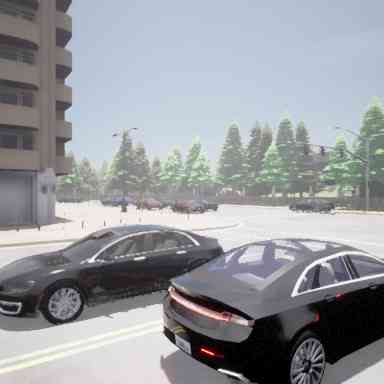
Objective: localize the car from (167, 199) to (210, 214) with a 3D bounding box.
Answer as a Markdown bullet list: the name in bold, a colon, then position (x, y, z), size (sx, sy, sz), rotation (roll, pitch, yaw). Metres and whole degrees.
- **car**: position (-0.405, 1.508, 34.929), size (1.994, 1.385, 4.181), rotation (0, 0, -35)

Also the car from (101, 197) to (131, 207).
- **car**: position (-11.622, 1.545, 49.956), size (1.895, 1.301, 4.718), rotation (0, 0, -45)

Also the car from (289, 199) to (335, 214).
- **car**: position (12.539, 1.436, 35.070), size (2.128, 1.511, 4.902), rotation (0, 0, -35)

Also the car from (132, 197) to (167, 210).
- **car**: position (-5.444, 1.470, 42.091), size (1.812, 1.442, 4.674), rotation (0, 0, -36)

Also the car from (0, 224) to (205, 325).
- **car**: position (-1.475, 1.504, 7.220), size (4.892, 1.490, 1.837), rotation (0, 0, -35)

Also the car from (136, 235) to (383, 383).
- **car**: position (1.880, 1.492, 5.129), size (4.902, 1.511, 2.128), rotation (0, 0, -35)

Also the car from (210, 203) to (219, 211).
- **car**: position (1.063, 1.545, 38.971), size (1.895, 1.301, 4.718), rotation (0, 0, -35)

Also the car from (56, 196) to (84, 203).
- **car**: position (-24.014, 1.492, 65.598), size (5.357, 1.411, 2.033), rotation (0, 0, 15)
